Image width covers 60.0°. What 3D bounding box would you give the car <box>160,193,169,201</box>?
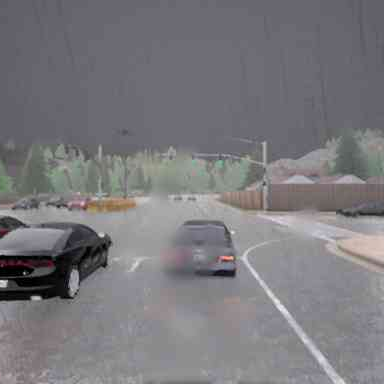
[{"bbox_3d":[-7.041,1.327,84.991,2.150,2.045,5.566,0,0,0],"label":"car"}]

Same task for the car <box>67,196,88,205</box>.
[{"bbox_3d":[-21.051,1.569,61.416,2.128,1.511,4.902,0,0,0],"label":"car"}]

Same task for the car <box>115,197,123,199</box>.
[{"bbox_3d":[-14.041,1.644,63.531,1.994,1.385,4.181,0,0,1],"label":"car"}]

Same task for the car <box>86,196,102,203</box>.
[{"bbox_3d":[-21.034,1.612,71.608,2.128,1.511,4.902,0,0,0],"label":"car"}]

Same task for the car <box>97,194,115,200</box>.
[{"bbox_3d":[-14.110,1.289,51.943,2.150,2.045,5.566,0,0,0],"label":"car"}]

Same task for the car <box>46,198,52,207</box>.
[{"bbox_3d":[-21.106,1.545,52.002,1.882,1.535,5.008,0,0,0],"label":"car"}]

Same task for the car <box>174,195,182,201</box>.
[{"bbox_3d":[-3.541,1.627,84.889,2.128,1.511,4.902,0,0,0],"label":"car"}]

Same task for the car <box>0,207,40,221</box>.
[{"bbox_3d":[-6.912,1.502,11.395,1.882,1.535,5.008,0,0,0],"label":"car"}]

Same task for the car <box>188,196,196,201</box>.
[{"bbox_3d":[-0.041,1.655,85.059,1.994,1.385,4.181,0,0,0],"label":"car"}]

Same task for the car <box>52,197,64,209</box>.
[{"bbox_3d":[-17.619,1.610,47.592,2.033,1.411,5.357,0,0,0],"label":"car"}]

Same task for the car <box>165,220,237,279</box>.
[{"bbox_3d":[0.354,1.572,10.149,2.033,1.411,5.357,0,0,4],"label":"car"}]

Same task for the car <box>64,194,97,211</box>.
[{"bbox_3d":[-14.118,1.410,42.368,2.097,1.767,4.553,0,0,0],"label":"car"}]

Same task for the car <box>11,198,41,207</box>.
[{"bbox_3d":[-21.117,1.563,42.507,1.837,1.490,4.892,0,0,0],"label":"car"}]

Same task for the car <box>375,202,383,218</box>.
[{"bbox_3d":[17.860,1.589,26.229,5.357,1.411,2.033,0,0,2],"label":"car"}]

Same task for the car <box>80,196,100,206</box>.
[{"bbox_3d":[-17.584,1.551,57.334,1.882,1.535,5.008,0,0,0],"label":"car"}]

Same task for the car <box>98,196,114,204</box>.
[{"bbox_3d":[-17.533,1.624,67.983,2.033,1.411,5.357,0,0,0],"label":"car"}]

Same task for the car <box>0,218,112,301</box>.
[{"bbox_3d":[-3.417,1.499,8.444,1.882,1.535,5.008,0,0,0],"label":"car"}]

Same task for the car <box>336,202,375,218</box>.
[{"bbox_3d":[15.887,1.592,29.802,5.357,1.411,2.033,0,0,2],"label":"car"}]
